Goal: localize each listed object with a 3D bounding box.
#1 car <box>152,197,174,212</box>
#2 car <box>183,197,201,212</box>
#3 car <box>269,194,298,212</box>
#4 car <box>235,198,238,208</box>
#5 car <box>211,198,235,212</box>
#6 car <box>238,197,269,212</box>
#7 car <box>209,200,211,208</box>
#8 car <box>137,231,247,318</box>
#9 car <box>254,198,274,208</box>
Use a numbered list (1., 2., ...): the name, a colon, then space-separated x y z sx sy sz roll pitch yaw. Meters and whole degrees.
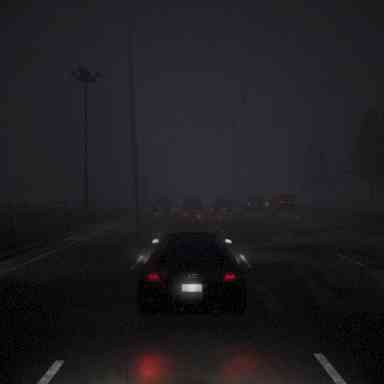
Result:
1. car: -3.499 1.505 38.878 1.837 1.490 4.892 0 0 0
2. car: 0.001 1.352 38.861 2.097 1.767 4.553 0 0 0
3. car: 10.499 1.221 38.371 2.150 2.045 5.566 0 0 0
4. car: 6.990 1.547 48.161 2.033 1.411 5.357 0 0 0
5. car: 3.498 1.505 38.623 1.837 1.490 4.892 0 0 0
6. car: 6.998 1.352 38.421 2.097 1.767 4.553 0 0 0
7. car: 3.494 1.601 48.895 1.895 1.301 4.718 0 0 0
8. car: -0.002 1.564 7.539 1.994 1.385 4.181 0 0 0
9. car: 10.494 1.601 48.872 1.895 1.301 4.718 0 0 0
